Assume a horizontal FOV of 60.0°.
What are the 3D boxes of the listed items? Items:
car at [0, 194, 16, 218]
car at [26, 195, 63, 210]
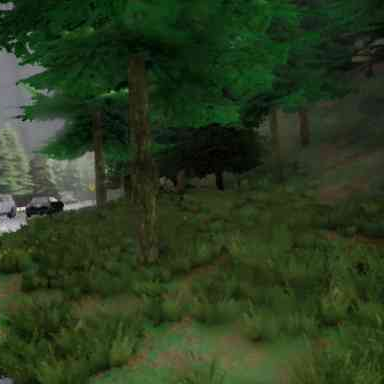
[{"bbox_3d":[-15.782,1.248,25.943,2.150,2.045,5.566,-3,1,-6],"label":"car"},{"bbox_3d":[-12.725,1.139,29.097,2.097,1.767,4.553,-3,1,-7],"label":"car"}]
